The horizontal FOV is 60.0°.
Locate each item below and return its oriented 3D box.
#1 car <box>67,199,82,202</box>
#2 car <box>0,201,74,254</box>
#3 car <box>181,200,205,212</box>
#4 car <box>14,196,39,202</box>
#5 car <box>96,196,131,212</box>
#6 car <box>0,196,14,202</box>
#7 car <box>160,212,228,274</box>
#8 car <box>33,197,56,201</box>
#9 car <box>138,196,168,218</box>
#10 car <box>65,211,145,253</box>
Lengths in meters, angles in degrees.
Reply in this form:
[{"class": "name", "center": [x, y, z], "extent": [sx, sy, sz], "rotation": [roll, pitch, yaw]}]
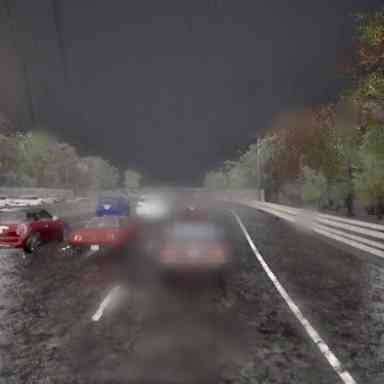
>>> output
[{"class": "car", "center": [-17.563, 1.800, 49.167], "extent": [1.882, 1.535, 5.008], "rotation": [0, -1, 0]}, {"class": "car", "center": [-6.917, 1.437, 14.057], "extent": [2.097, 1.767, 4.553], "rotation": [0, 0, 0]}, {"class": "car", "center": [0.093, 1.544, 30.383], "extent": [2.097, 1.767, 4.553], "rotation": [0, 0, 0]}, {"class": "car", "center": [-24.553, 1.548, 49.556], "extent": [2.150, 2.045, 5.566], "rotation": [0, -1, 0]}, {"class": "car", "center": [-6.904, 1.407, 29.689], "extent": [2.150, 2.045, 5.566], "rotation": [0, -1, 0]}, {"class": "car", "center": [-28.036, 1.526, 46.922], "extent": [2.150, 2.045, 5.566], "rotation": [0, 0, 0]}, {"class": "car", "center": [0.072, 1.614, 10.776], "extent": [2.033, 1.411, 5.357], "rotation": [0, 0, 0]}, {"class": "car", "center": [-21.059, 1.848, 49.186], "extent": [1.812, 1.442, 4.674], "rotation": [0, -1, 0]}, {"class": "car", "center": [-3.407, 1.407, 29.626], "extent": [2.150, 2.045, 5.566], "rotation": [0, -1, 0]}, {"class": "car", "center": [-3.414, 1.687, 13.999], "extent": [1.895, 1.301, 4.718], "rotation": [0, 0, 0]}]
